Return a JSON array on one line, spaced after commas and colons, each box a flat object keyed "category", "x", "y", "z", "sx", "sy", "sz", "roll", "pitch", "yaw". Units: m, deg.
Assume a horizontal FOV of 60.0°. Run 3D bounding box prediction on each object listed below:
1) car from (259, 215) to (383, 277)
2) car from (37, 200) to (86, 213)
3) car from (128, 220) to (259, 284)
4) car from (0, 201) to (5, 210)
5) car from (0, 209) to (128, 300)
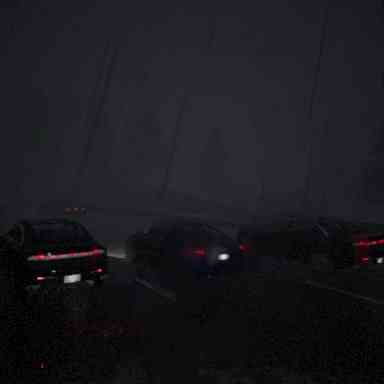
[{"category": "car", "x": 3.388, "y": 1.475, "z": 10.371, "sx": 2.128, "sy": 1.511, "sz": 4.902, "roll": 0, "pitch": 0, "yaw": -33}, {"category": "car", "x": -10.608, "y": 1.319, "z": 26.761, "sx": 5.357, "sy": 1.411, "sz": 2.033, "roll": 1, "pitch": 0, "yaw": 42}, {"category": "car", "x": -0.351, "y": 1.515, "z": 9.677, "sx": 1.994, "sy": 1.385, "sz": 4.181, "roll": 0, "pitch": 0, "yaw": -34}, {"category": "car", "x": -17.429, "y": 1.191, "z": 27.899, "sx": 4.902, "sy": 1.511, "sz": 2.128, "roll": 1, "pitch": 0, "yaw": 39}, {"category": "car", "x": -3.665, "y": 1.416, "z": 8.343, "sx": 2.128, "sy": 1.511, "sz": 4.902, "roll": 1, "pitch": 0, "yaw": -35}]
